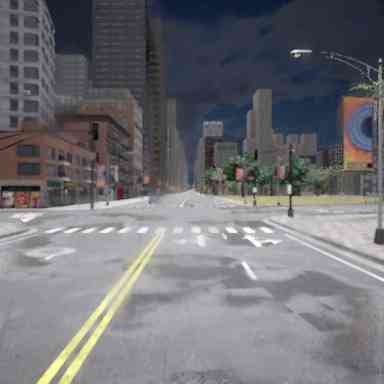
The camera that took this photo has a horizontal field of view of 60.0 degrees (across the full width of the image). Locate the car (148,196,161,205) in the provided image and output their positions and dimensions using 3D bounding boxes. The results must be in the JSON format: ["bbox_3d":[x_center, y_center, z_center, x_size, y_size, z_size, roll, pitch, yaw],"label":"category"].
[{"bbox_3d":[-6.595,1.450,58.848,2.033,1.411,5.357,0,0,0],"label":"car"}]
